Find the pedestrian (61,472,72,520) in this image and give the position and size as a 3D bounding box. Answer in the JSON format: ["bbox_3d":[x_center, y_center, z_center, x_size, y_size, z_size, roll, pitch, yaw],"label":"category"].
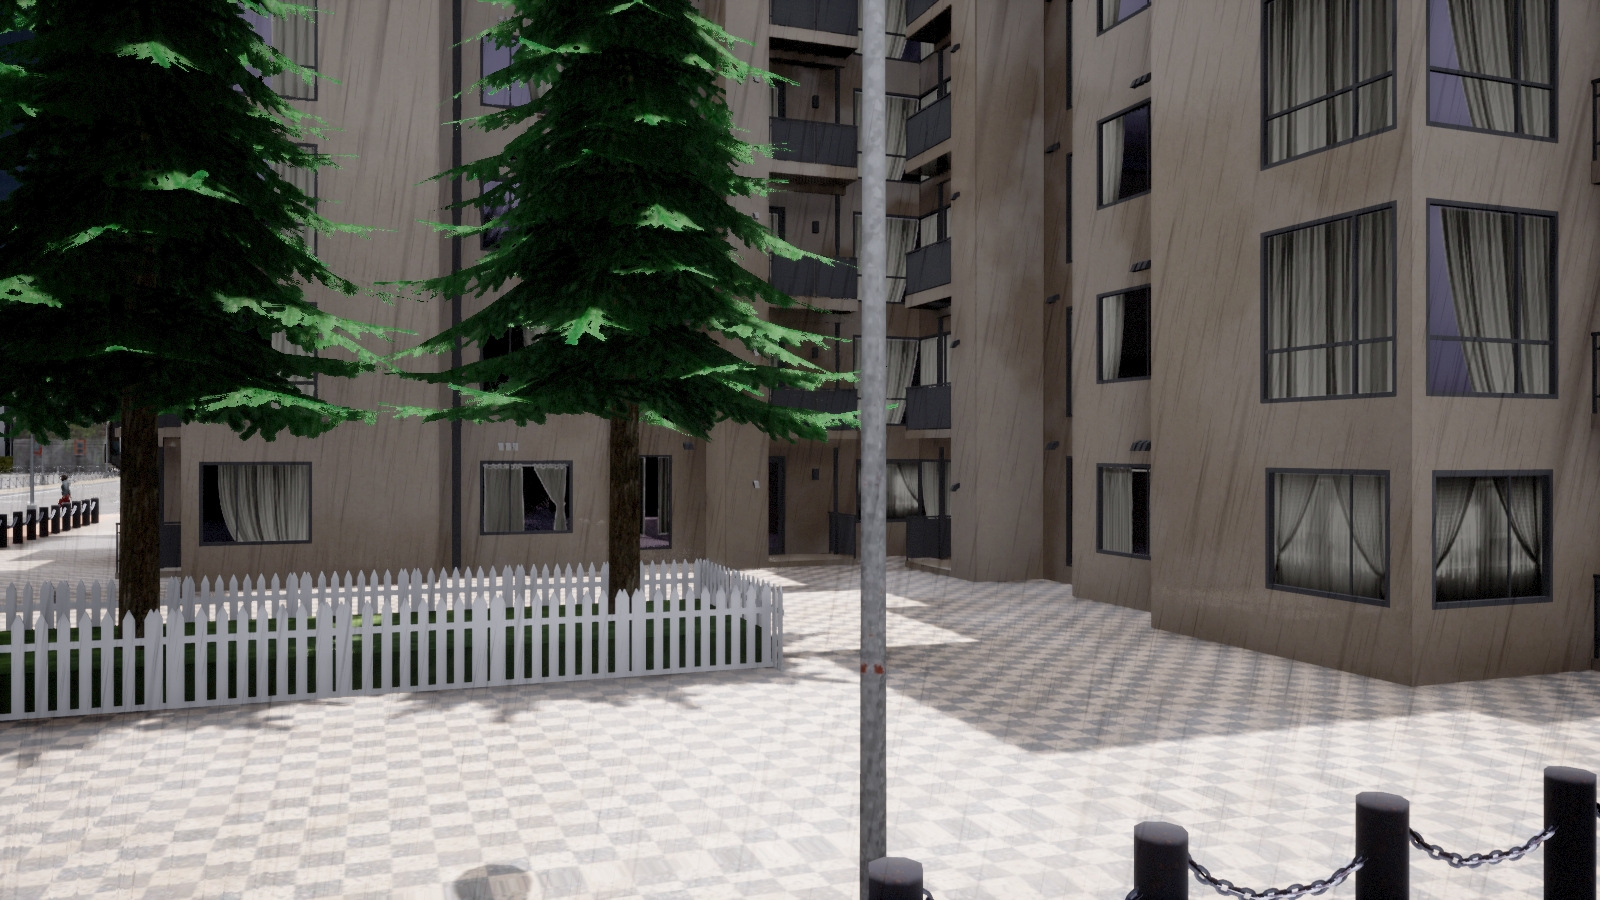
[{"bbox_3d":[-29.105,1.822,45.339,0.375,1.860,0.375,0,0,-35],"label":"pedestrian"}]
